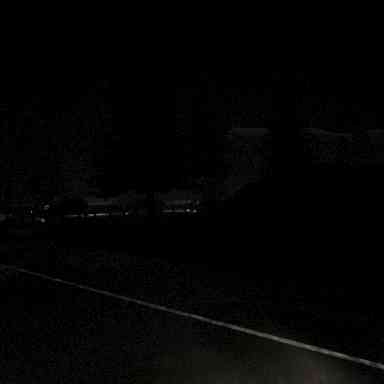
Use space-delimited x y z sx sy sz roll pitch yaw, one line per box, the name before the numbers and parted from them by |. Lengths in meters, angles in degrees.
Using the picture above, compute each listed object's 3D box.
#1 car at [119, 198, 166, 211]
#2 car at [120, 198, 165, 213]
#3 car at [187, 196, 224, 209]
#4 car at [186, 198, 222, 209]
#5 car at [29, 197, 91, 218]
car | -5.898 1.448 39.863 5.357 1.411 2.033 0 0 -42
car | -5.147 1.406 35.766 4.902 1.511 2.128 0 0 -42
car | 1.779 1.276 41.503 4.553 1.767 2.097 0 0 -35
car | 1.668 1.514 45.751 4.718 1.301 1.895 0 0 -35
car | -11.353 1.260 29.351 2.097 1.767 4.553 0 0 41
